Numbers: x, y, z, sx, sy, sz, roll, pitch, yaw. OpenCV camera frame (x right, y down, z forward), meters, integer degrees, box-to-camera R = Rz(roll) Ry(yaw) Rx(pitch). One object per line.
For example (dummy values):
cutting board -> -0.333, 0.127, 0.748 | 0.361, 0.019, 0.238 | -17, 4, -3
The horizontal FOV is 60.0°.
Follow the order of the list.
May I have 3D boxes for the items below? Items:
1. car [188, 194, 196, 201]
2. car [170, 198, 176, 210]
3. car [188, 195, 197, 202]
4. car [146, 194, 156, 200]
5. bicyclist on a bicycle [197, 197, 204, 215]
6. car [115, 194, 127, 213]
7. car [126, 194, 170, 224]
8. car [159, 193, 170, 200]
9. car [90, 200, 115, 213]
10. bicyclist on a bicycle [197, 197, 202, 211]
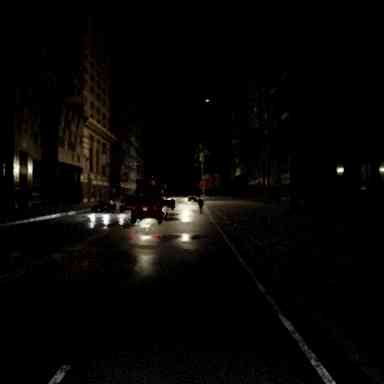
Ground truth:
car -> 0.052, 1.351, 82.326 | 1.882, 1.535, 5.008 | 0, 0, 0
car -> -3.124, 1.477, 43.401 | 2.128, 1.511, 4.902 | 0, 0, 0
car -> 0.046, 1.419, 71.885 | 1.837, 1.490, 4.892 | 0, 0, 0
car -> -9.700, 1.109, 78.731 | 1.812, 1.442, 4.674 | 0, 0, 0
bicyclist on a bicycle -> 0.916, 1.445, 31.890 | 0.582, 1.620, 1.656 | 0, 0, 0
car -> -6.562, 1.211, 37.007 | 2.150, 2.045, 5.566 | 0, 0, 0
car -> -3.134, 1.217, 24.887 | 2.150, 2.045, 5.566 | 0, 0, 0
car -> -6.450, 1.110, 78.729 | 2.128, 1.511, 4.902 | 0, 0, 0
car -> -9.814, 1.590, 37.223 | 1.895, 1.301, 4.718 | 0, 0, 0
bicyclist on a bicycle -> 0.922, 1.441, 40.880 | 0.582, 1.620, 1.656 | 0, 0, 0
